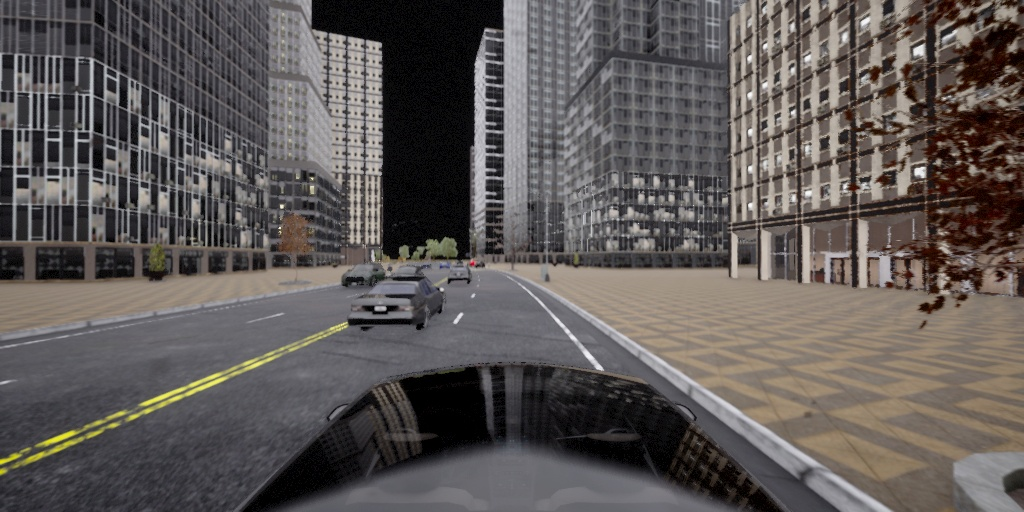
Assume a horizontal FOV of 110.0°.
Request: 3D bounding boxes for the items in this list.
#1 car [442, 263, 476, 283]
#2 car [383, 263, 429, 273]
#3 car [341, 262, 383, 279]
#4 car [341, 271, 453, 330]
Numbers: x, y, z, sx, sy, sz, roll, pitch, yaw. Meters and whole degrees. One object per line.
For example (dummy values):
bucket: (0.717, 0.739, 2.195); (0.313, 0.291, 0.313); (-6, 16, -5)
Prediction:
car: (-4.376, 1.542, 30.408); (2.033, 1.411, 5.357); (0, 0, -5)
car: (-7.517, 1.463, 25.964); (1.837, 1.490, 4.892); (0, 0, -4)
car: (-10.810, 1.316, 26.447); (2.097, 1.767, 4.553); (0, 0, -4)
car: (-3.358, 1.382, 11.466); (2.033, 1.411, 5.357); (0, 0, -2)
